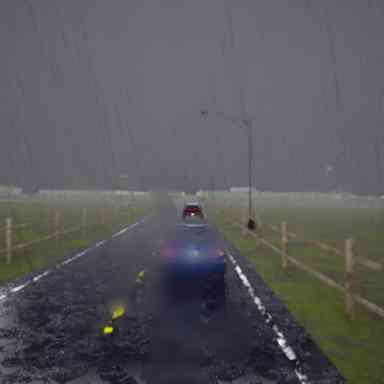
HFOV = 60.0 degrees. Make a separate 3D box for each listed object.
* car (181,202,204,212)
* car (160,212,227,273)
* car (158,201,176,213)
[{"bbox_3d":[0.063,1.665,30.967,1.837,1.490,4.892,0,0,0],"label":"car"},{"bbox_3d":[0.057,1.603,10.791,2.033,1.411,5.357,0,0,0],"label":"car"},{"bbox_3d":[-2.880,1.754,39.576,2.033,1.411,5.357,0,0,0],"label":"car"}]
